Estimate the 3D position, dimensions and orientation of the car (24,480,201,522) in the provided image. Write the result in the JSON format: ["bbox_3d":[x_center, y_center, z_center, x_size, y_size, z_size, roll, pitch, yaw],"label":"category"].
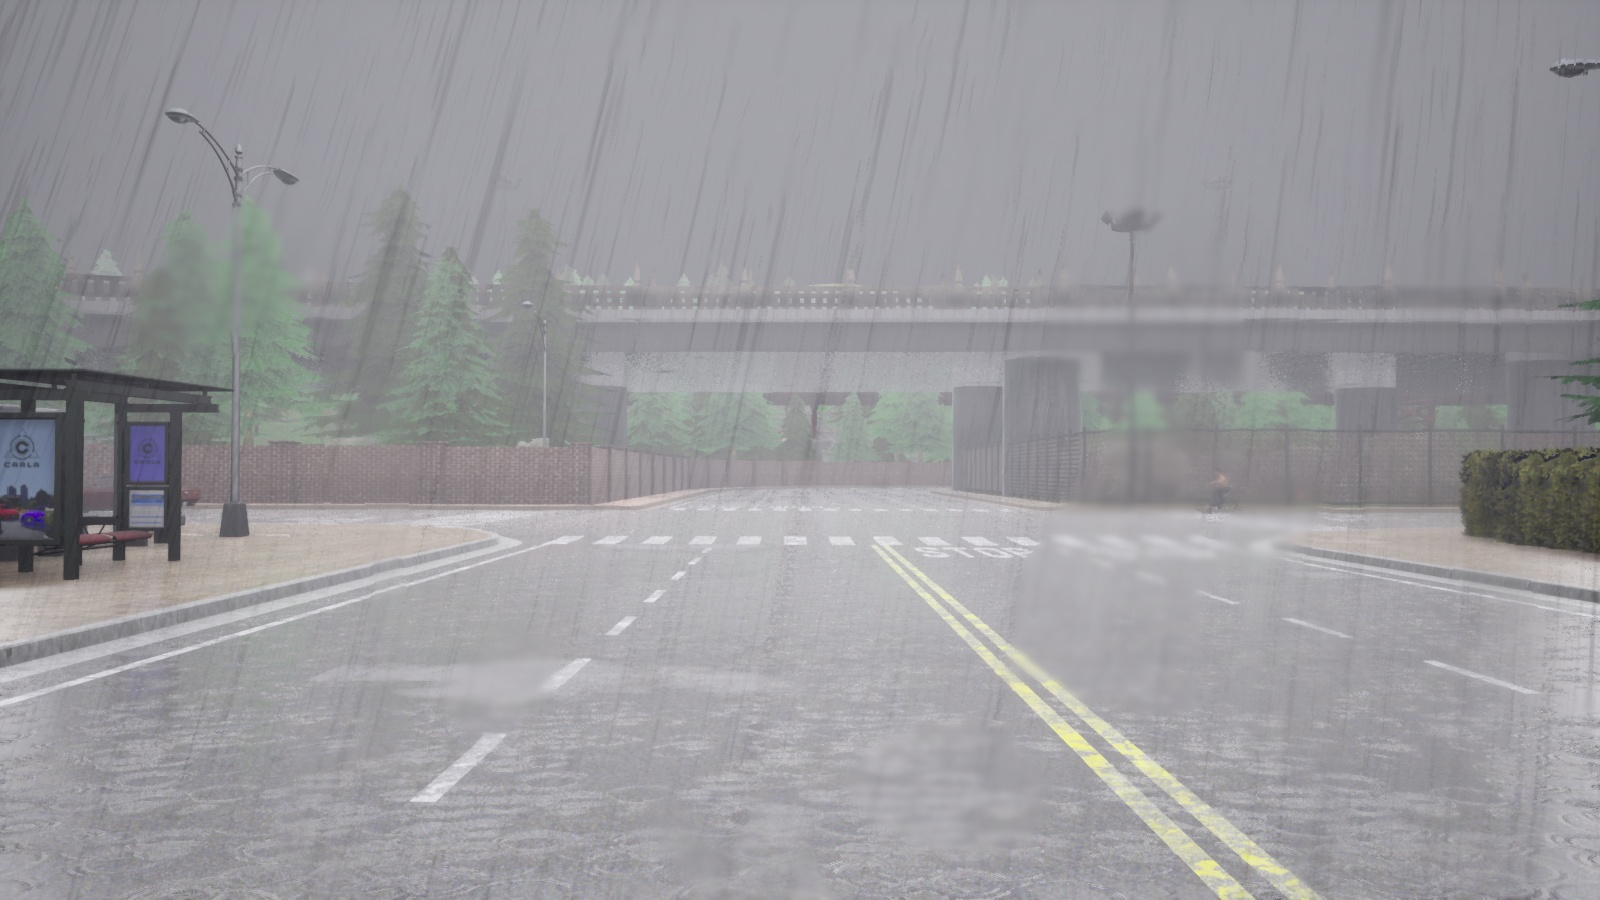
[{"bbox_3d":[-22.233,1.631,40.738,4.718,1.301,1.895,0,-1,0],"label":"car"}]

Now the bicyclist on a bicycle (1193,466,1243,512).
[{"bbox_3d":[14.796,1.383,44.534,1.509,1.612,0.866,0,-2,6],"label":"bicyclist on a bicycle"}]

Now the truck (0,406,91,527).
[{"bbox_3d":[-25.855,0.505,37.247,7.936,3.462,2.891,0,-1,-4],"label":"truck"}]
